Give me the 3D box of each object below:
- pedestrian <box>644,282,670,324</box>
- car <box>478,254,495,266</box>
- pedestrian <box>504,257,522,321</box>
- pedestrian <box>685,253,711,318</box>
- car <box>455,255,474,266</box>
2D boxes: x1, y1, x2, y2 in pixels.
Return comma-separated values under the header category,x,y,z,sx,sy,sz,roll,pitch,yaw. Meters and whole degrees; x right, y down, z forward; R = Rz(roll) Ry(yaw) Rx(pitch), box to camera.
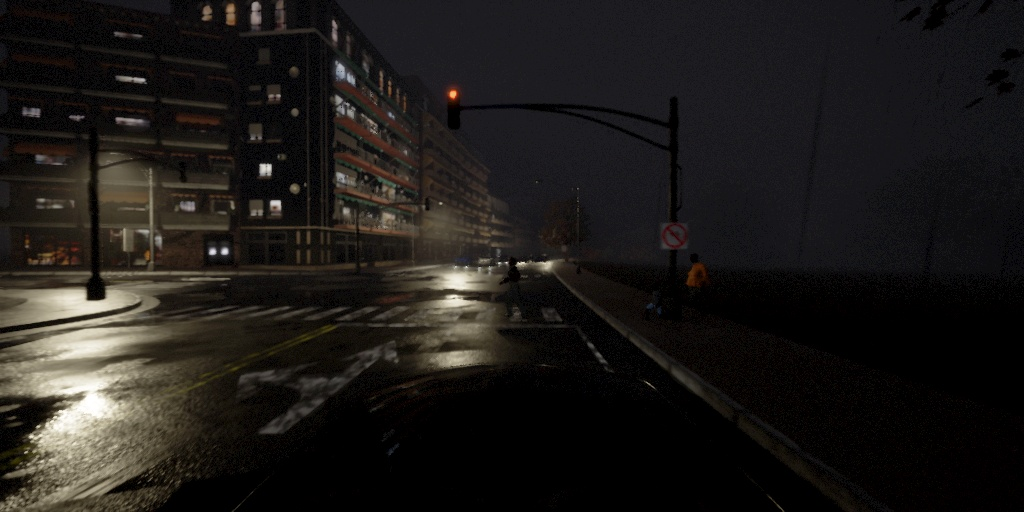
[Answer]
category,x,y,z,sx,sy,sz,roll,pitch,yaw
pedestrian,3.717,0.785,9.195,0.375,1.860,0.375,0,1,1
car,-3.552,0.650,50.782,1.812,1.442,4.674,0,1,7
pedestrian,0.038,0.915,10.472,0.375,1.860,0.375,0,1,1
pedestrian,5.077,0.779,9.767,0.375,1.860,0.375,0,1,1
car,-6.762,0.592,51.311,1.882,1.535,5.008,0,1,7
